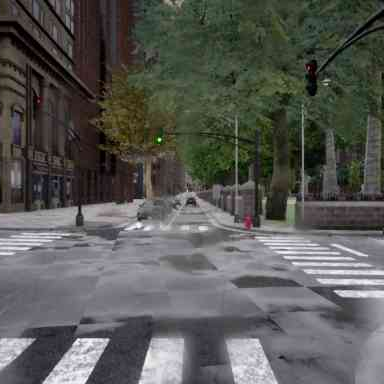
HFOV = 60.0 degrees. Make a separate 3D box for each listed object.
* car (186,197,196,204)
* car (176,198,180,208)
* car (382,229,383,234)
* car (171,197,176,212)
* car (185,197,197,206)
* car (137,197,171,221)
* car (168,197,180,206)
[{"bbox_3d":[-0.173,1.725,68.143,1.994,1.385,4.181,0,0,0],"label":"car"},{"bbox_3d":[-3.207,1.430,46.587,2.097,1.767,4.553,0,0,0],"label":"car"},{"bbox_3d":[11.858,1.836,16.662,4.206,1.307,1.802,1,-1,0],"label":"car"},{"bbox_3d":[-3.184,1.543,36.323,2.128,1.511,4.902,0,0,0],"label":"car"},{"bbox_3d":[-0.148,1.623,58.108,1.837,1.490,4.892,0,0,0],"label":"car"},{"bbox_3d":[-3.162,1.383,27.234,2.097,1.767,4.553,0,0,0],"label":"car"},{"bbox_3d":[-3.183,1.692,60.465,1.994,1.385,4.181,0,0,1],"label":"car"}]
